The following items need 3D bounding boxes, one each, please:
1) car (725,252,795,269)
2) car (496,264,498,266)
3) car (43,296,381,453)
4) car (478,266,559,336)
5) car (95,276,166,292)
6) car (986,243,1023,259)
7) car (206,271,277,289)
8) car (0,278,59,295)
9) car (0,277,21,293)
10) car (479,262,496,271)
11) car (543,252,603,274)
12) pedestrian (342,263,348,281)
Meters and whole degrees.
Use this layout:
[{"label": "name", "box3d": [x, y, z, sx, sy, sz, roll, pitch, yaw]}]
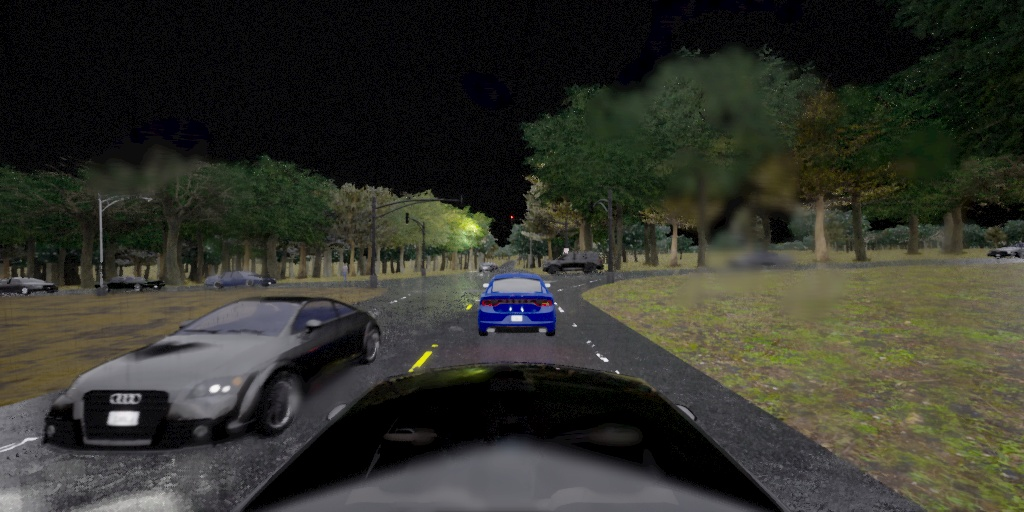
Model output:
[{"label": "car", "box3d": [22.561, 0.373, 32.706, 5.357, 1.411, 2.033, -2, -1, 2]}, {"label": "car", "box3d": [-4.003, 1.841, 62.921, 2.128, 1.511, 4.902, 0, -1, -1]}, {"label": "car", "box3d": [-3.554, 1.315, 5.304, 1.994, 1.385, 4.181, 0, 0, 1]}, {"label": "car", "box3d": [0.139, 1.232, 10.418, 1.882, 1.535, 5.008, 0, 0, 1]}, {"label": "car", "box3d": [-33.352, 2.436, 31.480, 4.718, 1.301, 1.895, -2, -1, 3]}, {"label": "car", "box3d": [45.731, -0.513, 31.676, 5.357, 1.411, 2.033, -2, -1, 3]}, {"label": "car", "box3d": [-23.430, 2.045, 31.048, 5.357, 1.411, 2.033, -2, -1, 6]}, {"label": "car", "box3d": [-43.516, 2.669, 31.963, 4.892, 1.490, 1.837, -2, -1, 3]}, {"label": "car", "box3d": [-53.081, 2.975, 36.098, 5.008, 1.535, 1.882, -2, -1, 2]}, {"label": "car", "box3d": [-3.875, 1.674, 53.535, 2.128, 1.511, 4.902, 0, -1, -1]}, {"label": "car", "box3d": [5.623, 0.719, 33.441, 5.566, 2.045, 2.150, -2, -1, 2]}, {"label": "pedestrian", "box3d": [-17.867, 1.678, 38.375, 0.375, 1.860, 0.375, 0, 1, 3]}]
